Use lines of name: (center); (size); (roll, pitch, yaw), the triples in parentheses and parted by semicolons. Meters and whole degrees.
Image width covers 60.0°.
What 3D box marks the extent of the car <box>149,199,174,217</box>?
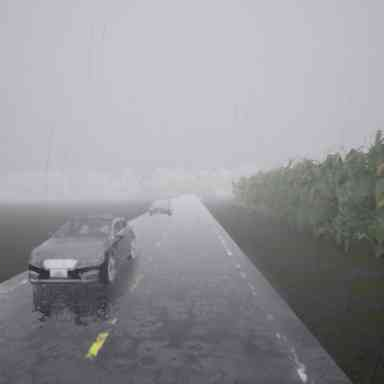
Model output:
car: (-2.774, 1.425, 30.520); (1.812, 1.442, 4.674); (0, 0, 0)

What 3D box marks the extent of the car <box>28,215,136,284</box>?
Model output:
car: (-2.820, 1.459, 9.524); (2.128, 1.511, 4.902); (0, 0, 0)
